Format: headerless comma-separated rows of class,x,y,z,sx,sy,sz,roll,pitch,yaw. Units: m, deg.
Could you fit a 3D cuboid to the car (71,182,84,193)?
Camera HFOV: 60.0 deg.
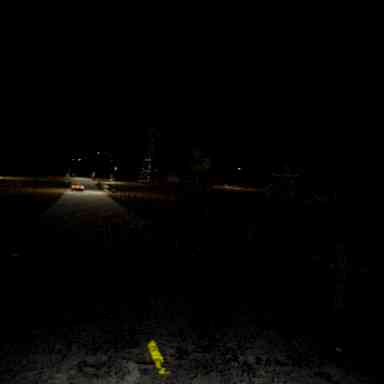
car,-20.707,-0.913,60.349,2.097,1.767,4.553,4,2,-19
